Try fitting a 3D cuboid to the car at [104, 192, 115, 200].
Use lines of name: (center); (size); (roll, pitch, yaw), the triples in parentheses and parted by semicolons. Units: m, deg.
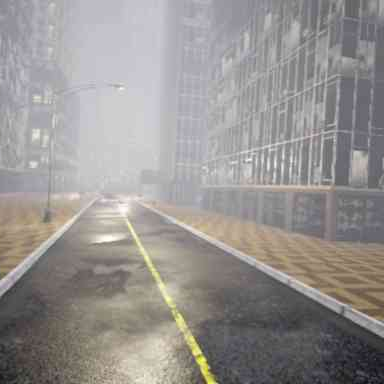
car: (-14.932, 0.650, 60.324); (1.895, 1.301, 4.718); (3, 0, -12)
